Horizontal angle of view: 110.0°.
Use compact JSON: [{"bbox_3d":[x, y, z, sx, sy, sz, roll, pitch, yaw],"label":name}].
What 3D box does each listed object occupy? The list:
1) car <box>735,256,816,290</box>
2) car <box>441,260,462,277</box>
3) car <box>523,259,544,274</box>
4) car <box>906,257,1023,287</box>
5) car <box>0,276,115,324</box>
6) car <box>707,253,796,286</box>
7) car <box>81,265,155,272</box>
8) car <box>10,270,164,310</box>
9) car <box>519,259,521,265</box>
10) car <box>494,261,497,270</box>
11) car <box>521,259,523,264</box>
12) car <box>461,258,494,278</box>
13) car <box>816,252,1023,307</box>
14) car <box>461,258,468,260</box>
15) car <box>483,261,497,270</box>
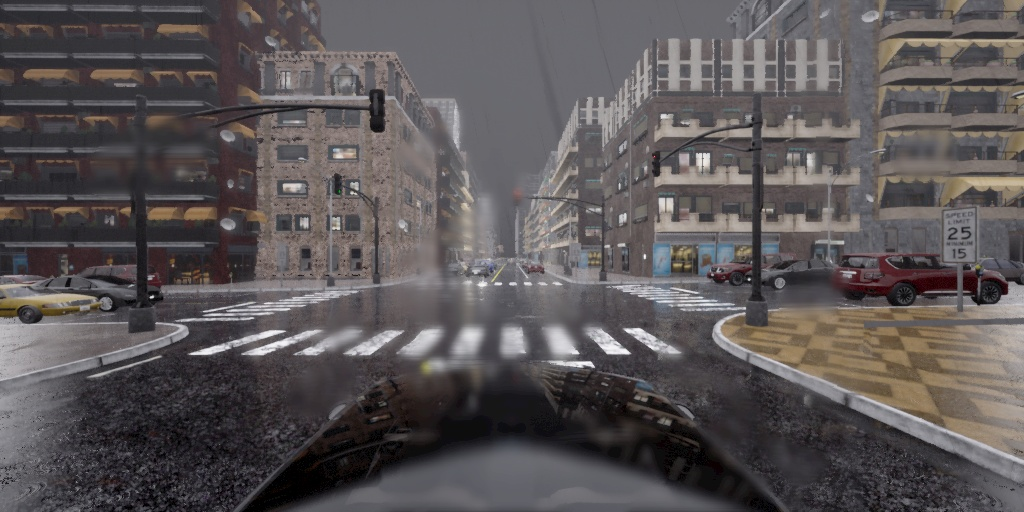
[{"bbox_3d":[14.929,0.947,18.933,4.892,1.490,1.837,-1,0,-1],"label":"car"},{"bbox_3d":[-5.765,1.322,35.139,1.948,1.339,4.313,0,0,0],"label":"car"},{"bbox_3d":[2.603,1.198,40.842,1.967,1.591,4.097,0,0,0],"label":"car"},{"bbox_3d":[24.723,0.807,19.044,5.357,1.411,2.033,-1,0,-1],"label":"car"},{"bbox_3d":[-17.654,1.585,12.786,4.829,1.417,1.751,0,0,-1],"label":"car"},{"bbox_3d":[14.531,0.759,21.520,5.009,1.841,2.192,0,0,-1],"label":"car"},{"bbox_3d":[-23.642,1.462,21.069,5.009,1.841,2.192,0,0,-1],"label":"car"},{"bbox_3d":[-17.898,1.560,15.370,4.892,1.490,1.837,-1,0,-1],"label":"car"},{"bbox_3d":[2.565,1.349,57.889,1.802,1.307,4.207,0,0,0],"label":"car"},{"bbox_3d":[-3.192,1.237,43.437,1.882,1.535,5.008,0,0,0],"label":"car"},{"bbox_3d":[2.590,1.200,46.524,1.967,1.591,4.097,0,0,0],"label":"car"},{"bbox_3d":[-3.172,1.247,34.014,2.128,1.511,4.902,0,0,0],"label":"car"},{"bbox_3d":[14.685,0.775,13.141,5.009,1.841,2.192,0,0,-1],"label":"car"},{"bbox_3d":[-5.777,1.284,40.651,1.751,1.417,4.829,0,0,0],"label":"car"},{"bbox_3d":[-3.207,1.365,53.434,1.895,1.301,4.718,0,0,0],"label":"car"}]
